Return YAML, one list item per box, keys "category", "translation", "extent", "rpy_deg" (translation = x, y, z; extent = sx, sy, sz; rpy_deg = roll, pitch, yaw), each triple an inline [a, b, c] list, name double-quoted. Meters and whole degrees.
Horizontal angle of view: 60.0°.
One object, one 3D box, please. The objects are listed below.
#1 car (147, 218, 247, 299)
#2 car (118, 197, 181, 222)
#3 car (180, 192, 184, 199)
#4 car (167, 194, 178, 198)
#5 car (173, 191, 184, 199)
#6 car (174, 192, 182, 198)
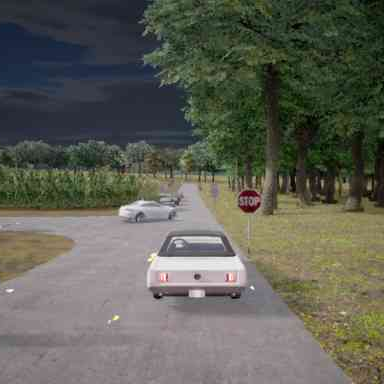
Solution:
- category: "car"
  translation: [0.098, 1.590, 8.380]
  extent: [1.895, 1.301, 4.718]
  rpy_deg: [0, 0, 0]
- category: "car"
  translation: [-3.216, 1.359, 24.617]
  extent: [4.674, 1.442, 1.812]
  rpy_deg: [1, 2, -41]
- category: "car"
  translation: [-2.847, 0.950, 57.189]
  extent: [1.895, 1.301, 4.718]
  rpy_deg: [0, 1, 0]
- category: "car"
  translation: [-2.857, 1.302, 36.972]
  extent: [1.812, 1.442, 4.674]
  rpy_deg: [0, 1, 0]
- category: "car"
  translation: [-2.772, 0.623, 69.020]
  extent: [1.994, 1.385, 4.181]
  rpy_deg: [0, 1, 0]
- category: "car"
  translation: [-2.856, 1.153, 47.041]
  extent: [1.994, 1.385, 4.181]
  rpy_deg: [0, 1, 0]
